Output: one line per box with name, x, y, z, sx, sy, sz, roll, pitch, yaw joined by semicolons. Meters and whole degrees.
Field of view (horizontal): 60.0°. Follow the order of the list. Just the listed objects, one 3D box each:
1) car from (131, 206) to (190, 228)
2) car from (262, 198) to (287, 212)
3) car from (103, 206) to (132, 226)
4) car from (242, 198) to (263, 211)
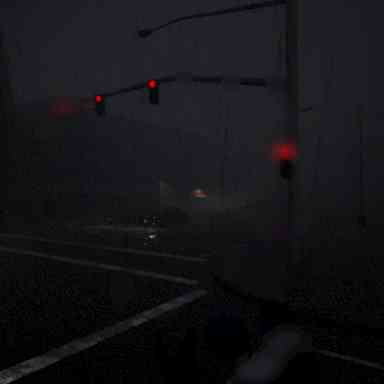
car;-1.995;1.766;24.041;1.994;1.385;4.181;-1;0;36
car;11.093;1.707;42.245;1.837;1.490;4.892;-1;-1;36
car;-4.893;1.813;26.005;1.994;1.385;4.181;-1;-1;36
car;8.519;1.598;44.660;2.097;1.767;4.553;-1;0;36
